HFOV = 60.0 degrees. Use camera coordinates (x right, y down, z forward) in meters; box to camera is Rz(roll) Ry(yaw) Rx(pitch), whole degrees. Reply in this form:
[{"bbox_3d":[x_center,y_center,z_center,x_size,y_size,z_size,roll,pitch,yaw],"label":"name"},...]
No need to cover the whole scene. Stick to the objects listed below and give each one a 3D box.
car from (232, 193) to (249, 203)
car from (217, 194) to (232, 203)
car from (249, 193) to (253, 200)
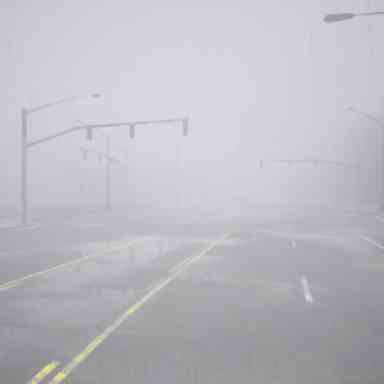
[{"bbox_3d":[9.640,1.377,65.752,1.837,1.490,4.892,0,1,15],"label":"car"},{"bbox_3d":[6.252,1.360,66.641,1.882,1.535,5.008,0,1,15],"label":"car"},{"bbox_3d":[13.880,1.056,81.744,1.837,1.490,4.892,0,1,15],"label":"car"}]
